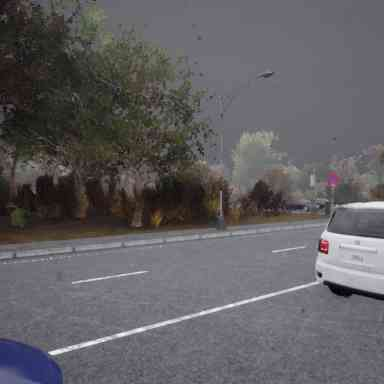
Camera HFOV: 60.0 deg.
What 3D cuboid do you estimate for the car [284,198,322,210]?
[{"bbox_3d":[12.565,1.491,38.767,2.128,1.511,4.902,0,0,-33],"label":"car"}]

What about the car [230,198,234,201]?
[{"bbox_3d":[4.628,1.188,51.355,2.150,2.045,5.566,0,1,-32],"label":"car"}]

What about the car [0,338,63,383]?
[{"bbox_3d":[-3.051,1.526,1.567,4.674,1.442,1.812,0,0,-36],"label":"car"}]

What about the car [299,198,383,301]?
[{"bbox_3d":[5.071,1.221,7.369,5.566,2.045,2.150,0,0,-35],"label":"car"}]

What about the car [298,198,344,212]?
[{"bbox_3d":[15.595,1.491,40.550,2.128,1.511,4.902,0,0,-32],"label":"car"}]
